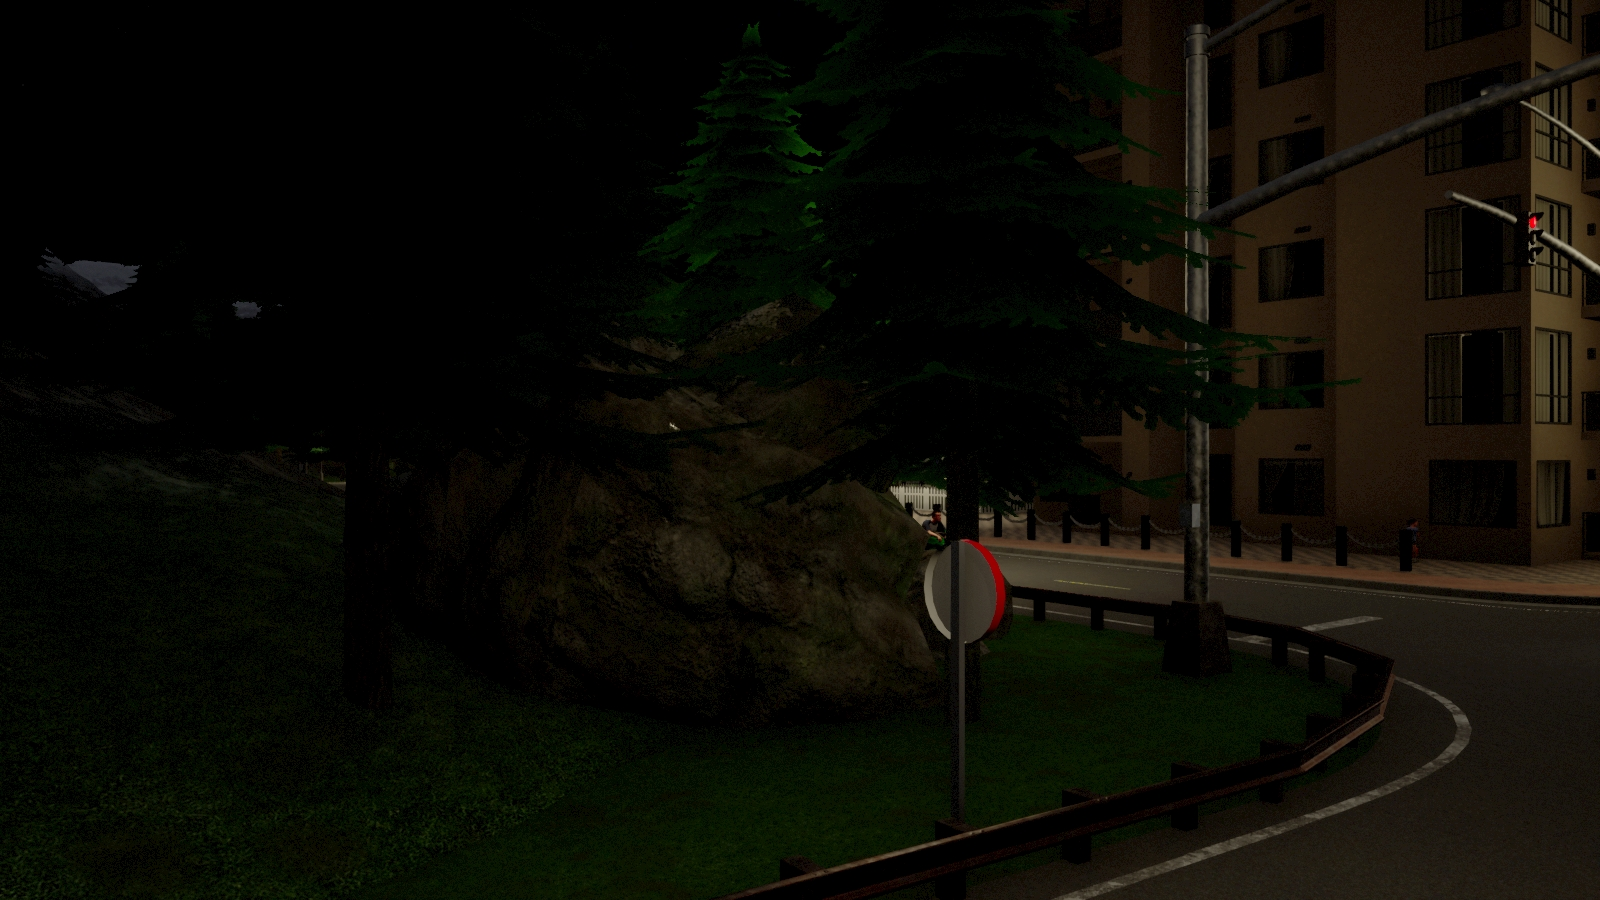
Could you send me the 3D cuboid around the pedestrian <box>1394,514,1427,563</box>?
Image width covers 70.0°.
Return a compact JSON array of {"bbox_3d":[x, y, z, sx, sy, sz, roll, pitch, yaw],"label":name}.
[{"bbox_3d":[14.278,2.057,26.709,0.500,1.100,0.500,0,0,-31],"label":"pedestrian"}]
